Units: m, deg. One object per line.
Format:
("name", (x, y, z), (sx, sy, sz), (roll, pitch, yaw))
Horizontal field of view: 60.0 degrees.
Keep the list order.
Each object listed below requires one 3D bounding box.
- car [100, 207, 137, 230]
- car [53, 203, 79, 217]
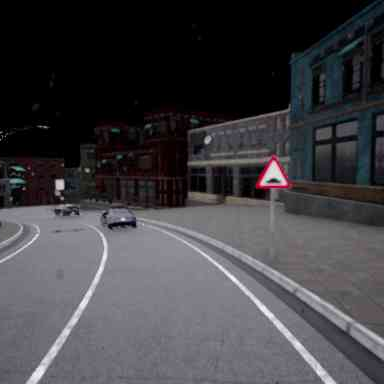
("car", (-5.250, 1.746, 23.425), (1.994, 1.385, 4.181), (-2, 1, -23))
("car", (-14.698, 2.085, 38.763), (1.837, 1.490, 4.892), (-3, 0, -38))
